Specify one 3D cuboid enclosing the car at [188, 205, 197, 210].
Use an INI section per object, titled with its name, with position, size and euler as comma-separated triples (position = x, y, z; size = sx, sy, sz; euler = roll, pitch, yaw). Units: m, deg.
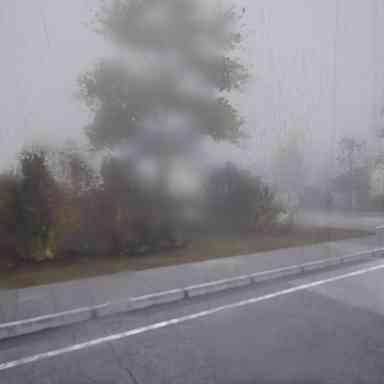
[car]
position = -0.807, 2.154, 53.101
size = 4.181, 1.385, 1.994
euler = -1, -1, 41
